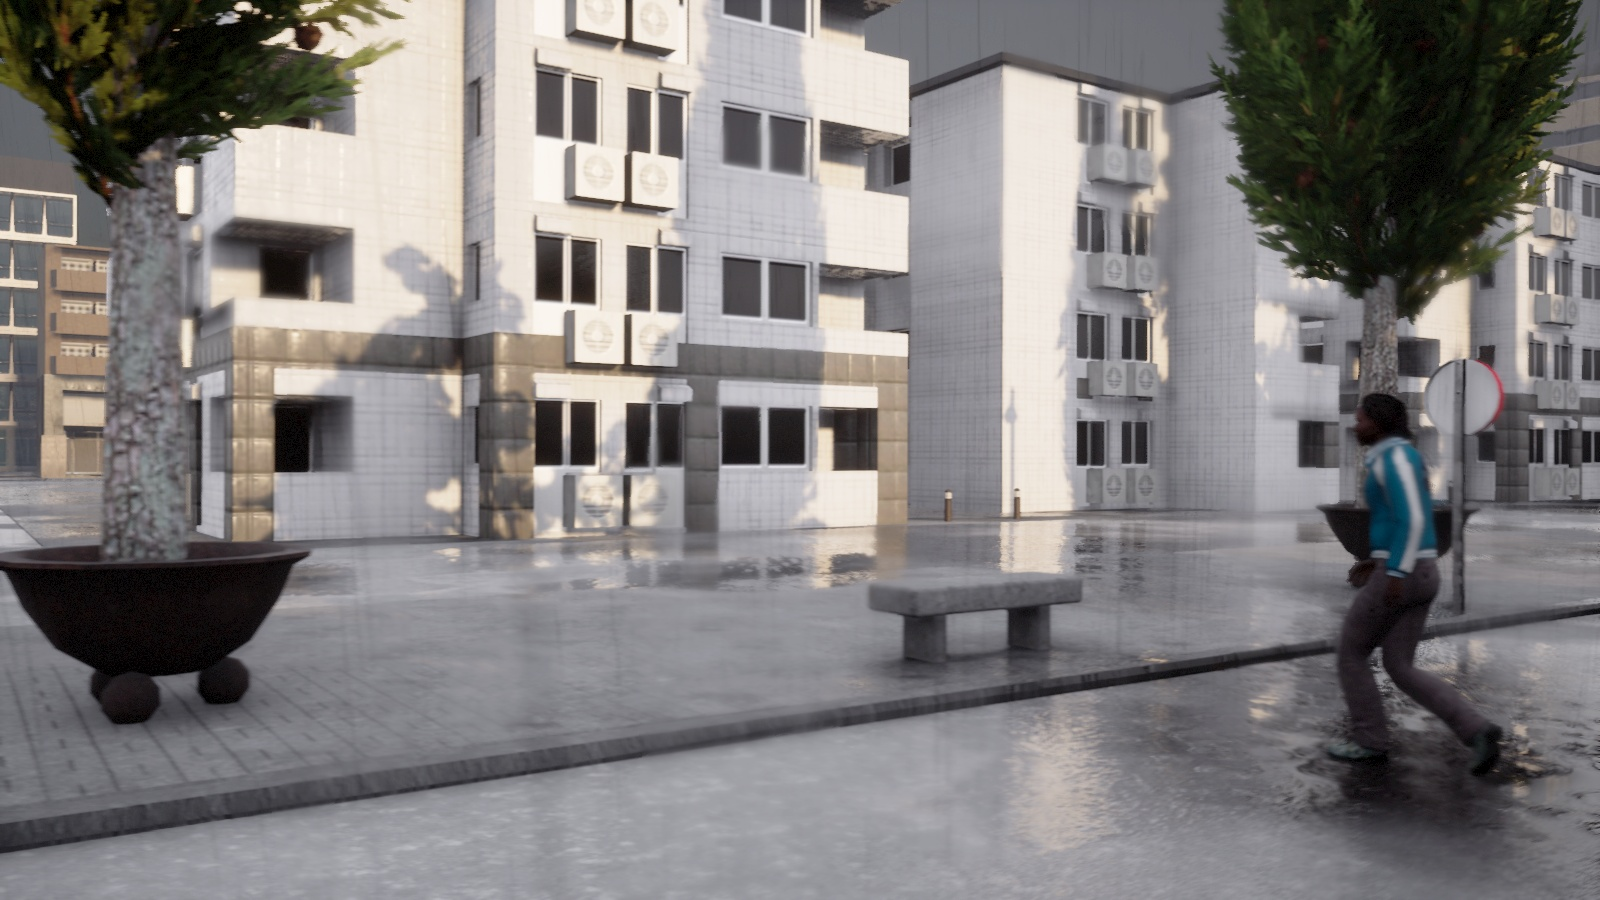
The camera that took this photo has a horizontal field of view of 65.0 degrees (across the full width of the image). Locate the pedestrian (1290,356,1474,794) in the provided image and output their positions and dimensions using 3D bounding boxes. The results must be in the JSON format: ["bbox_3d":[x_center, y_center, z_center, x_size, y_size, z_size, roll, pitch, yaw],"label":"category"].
[{"bbox_3d":[2.739,0.553,5.926,0.396,1.930,0.692,0,0,-45],"label":"pedestrian"}]
